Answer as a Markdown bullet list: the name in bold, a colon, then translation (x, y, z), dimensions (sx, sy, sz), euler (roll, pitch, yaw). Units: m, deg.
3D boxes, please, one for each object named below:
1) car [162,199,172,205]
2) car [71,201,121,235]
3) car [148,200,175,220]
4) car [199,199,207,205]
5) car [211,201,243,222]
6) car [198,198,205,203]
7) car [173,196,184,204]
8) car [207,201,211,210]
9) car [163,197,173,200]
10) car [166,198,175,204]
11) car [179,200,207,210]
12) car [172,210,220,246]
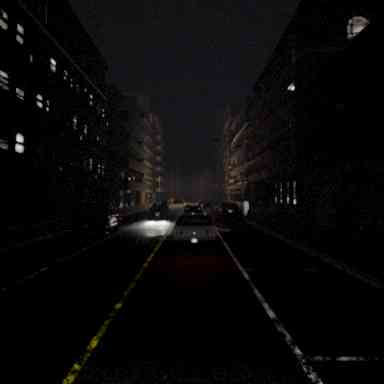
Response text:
- **car**: translation (-5.646, 2.295, 76.685), dimensions (2.008, 1.369, 4.403), euler (0, -1, 0)
- **car**: translation (-5.677, 1.516, 20.328), dimensions (2.192, 1.841, 5.009), euler (0, -1, 0)
- **car**: translation (-3.079, 1.805, 31.991), dimensions (2.128, 1.511, 4.902), euler (0, -1, 0)
- **car**: translation (2.738, 2.364, 82.312), dimensions (1.947, 1.339, 4.313), euler (0, -1, 0)
- **car**: translation (3.129, 1.640, 29.285), dimensions (2.097, 1.767, 4.553), euler (0, -1, 0)
- **car**: translation (2.744, 2.488, 93.584), dimensions (1.802, 1.307, 4.206), euler (0, -1, 0)
- **car**: translation (-2.960, 1.892, 73.257), dimensions (2.150, 2.045, 5.566), euler (0, -1, 0)
- **car**: translation (3.133, 1.708, 36.285), dimensions (2.097, 1.767, 4.553), euler (0, -1, 0)
- **car**: translation (-5.649, 2.242, 71.048), dimensions (2.008, 1.369, 4.403), euler (0, -1, 0)
- **car**: translation (-5.640, 2.397, 87.957), dimensions (1.887, 1.381, 4.507), euler (0, -1, 0)
- **car**: translation (0.116, 1.816, 33.089), dimensions (2.128, 1.511, 4.902), euler (0, -1, 0)
- **car**: translation (0.106, 1.760, 16.147), dimensions (1.895, 1.301, 4.718), euler (0, -1, 0)
